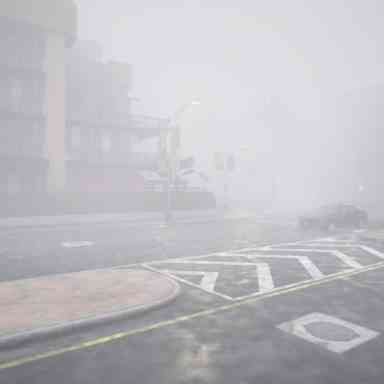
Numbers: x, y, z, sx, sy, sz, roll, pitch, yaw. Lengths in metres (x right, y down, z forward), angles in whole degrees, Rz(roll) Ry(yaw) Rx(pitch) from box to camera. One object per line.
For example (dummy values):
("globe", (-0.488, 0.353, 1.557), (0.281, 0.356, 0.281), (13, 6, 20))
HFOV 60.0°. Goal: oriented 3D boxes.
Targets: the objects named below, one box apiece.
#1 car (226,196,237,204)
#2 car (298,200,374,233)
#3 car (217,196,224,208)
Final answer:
("car", (6.236, 1.491, 61.399), (2.128, 1.511, 4.902), (0, 0, -35))
("car", (8.369, 1.477, 19.711), (5.008, 1.535, 1.882), (0, 0, -34))
("car", (2.118, 1.491, 48.623), (2.128, 1.511, 4.902), (0, 0, -35))
